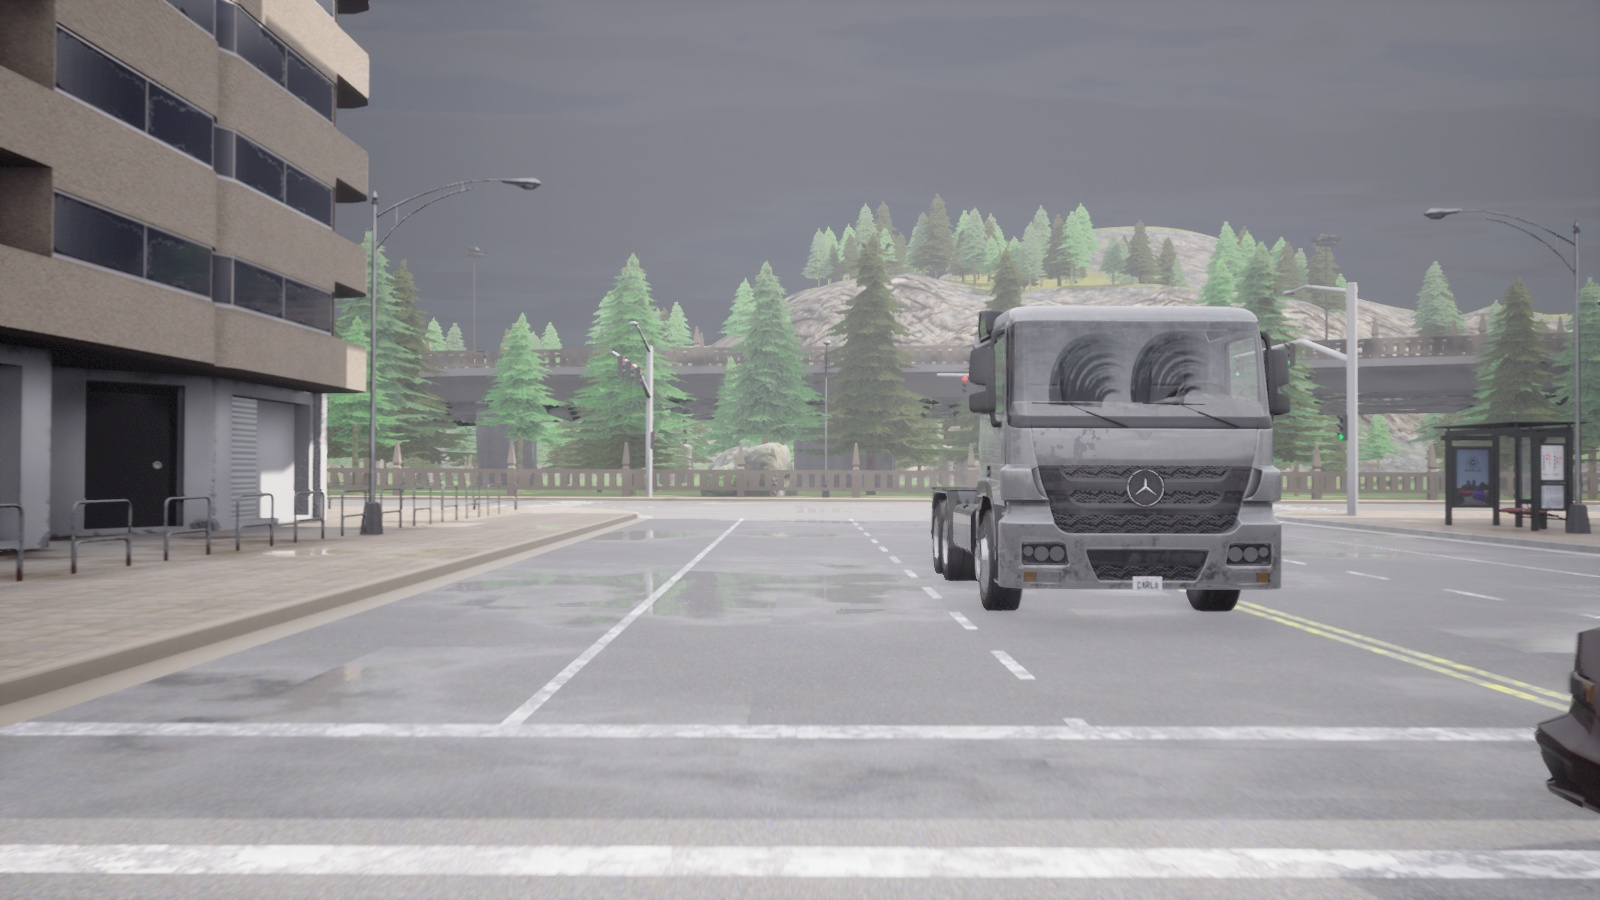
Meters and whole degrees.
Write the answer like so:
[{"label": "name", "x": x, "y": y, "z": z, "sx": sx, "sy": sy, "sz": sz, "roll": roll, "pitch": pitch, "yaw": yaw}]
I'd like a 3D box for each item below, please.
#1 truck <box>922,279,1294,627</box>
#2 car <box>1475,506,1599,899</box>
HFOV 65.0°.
[{"label": "truck", "x": 3.457, "y": 0.095, "z": 16.505, "sx": 2.891, "sy": 3.462, "sz": 7.936, "roll": 0, "pitch": -1, "yaw": 0}, {"label": "car", "x": 4.412, "y": 0.890, "z": 2.724, "sx": 2.033, "sy": 1.411, "sz": 5.357, "roll": 0, "pitch": -1, "yaw": -15}]
